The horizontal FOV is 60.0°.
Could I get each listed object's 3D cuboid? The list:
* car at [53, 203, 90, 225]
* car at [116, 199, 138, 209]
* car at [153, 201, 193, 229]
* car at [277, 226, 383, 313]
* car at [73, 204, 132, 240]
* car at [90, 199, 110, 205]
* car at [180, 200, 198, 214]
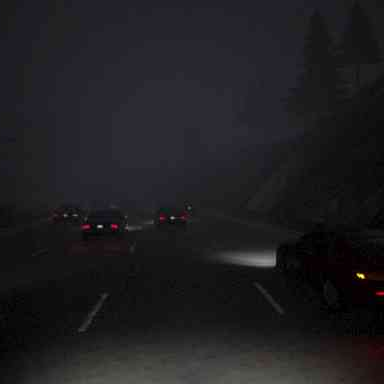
[{"bbox_3d":[-9.221,1.646,25.212,2.033,1.411,5.357,-1,0,-13],"label":"car"},{"bbox_3d":[-9.222,1.691,46.548,1.895,1.301,4.718,-1,0,-29],"label":"car"},{"bbox_3d":[-1.499,1.556,21.704,2.033,1.411,5.357,-1,0,-9],"label":"car"},{"bbox_3d":[3.375,1.483,7.463,1.812,1.442,4.674,0,0,-3],"label":"car"},{"bbox_3d":[-4.437,1.593,17.283,2.033,1.411,5.357,-1,0,-8],"label":"car"},{"bbox_3d":[-12.587,1.678,45.103,2.033,1.411,5.357,-1,0,-31],"label":"car"},{"bbox_3d":[-0.866,1.560,35.063,1.994,1.385,4.181,0,0,-17],"label":"car"}]
